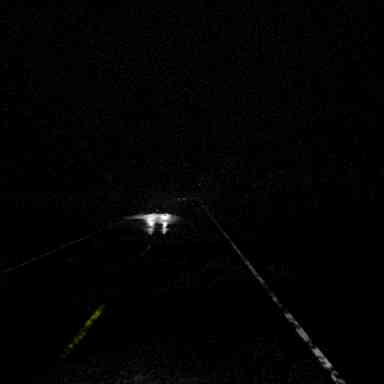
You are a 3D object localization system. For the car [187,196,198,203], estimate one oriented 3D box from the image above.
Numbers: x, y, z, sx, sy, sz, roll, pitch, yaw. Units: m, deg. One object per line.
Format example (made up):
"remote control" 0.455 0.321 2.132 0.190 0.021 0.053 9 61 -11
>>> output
"car" 0.095 1.508 68.150 2.033 1.411 5.357 0 0 0

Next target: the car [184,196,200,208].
"car" 0.099 1.500 48.703 1.812 1.442 4.674 0 0 0

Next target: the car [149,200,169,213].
"car" -3.597 1.584 36.823 1.895 1.301 4.718 0 0 0
